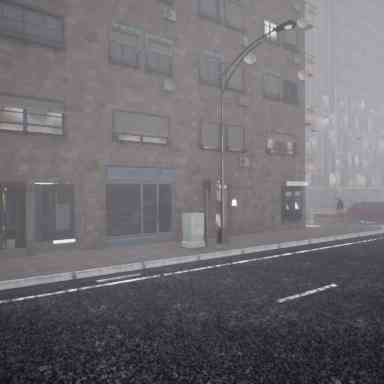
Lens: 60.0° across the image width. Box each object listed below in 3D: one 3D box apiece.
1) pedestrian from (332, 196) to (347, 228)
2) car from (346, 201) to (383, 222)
[{"bbox_3d":[8.676,1.139,19.617,0.375,1.860,0.375,-1,0,-35],"label":"pedestrian"},{"bbox_3d":[14.563,1.543,26.037,2.097,1.767,4.553,-1,-1,-30],"label":"car"}]
